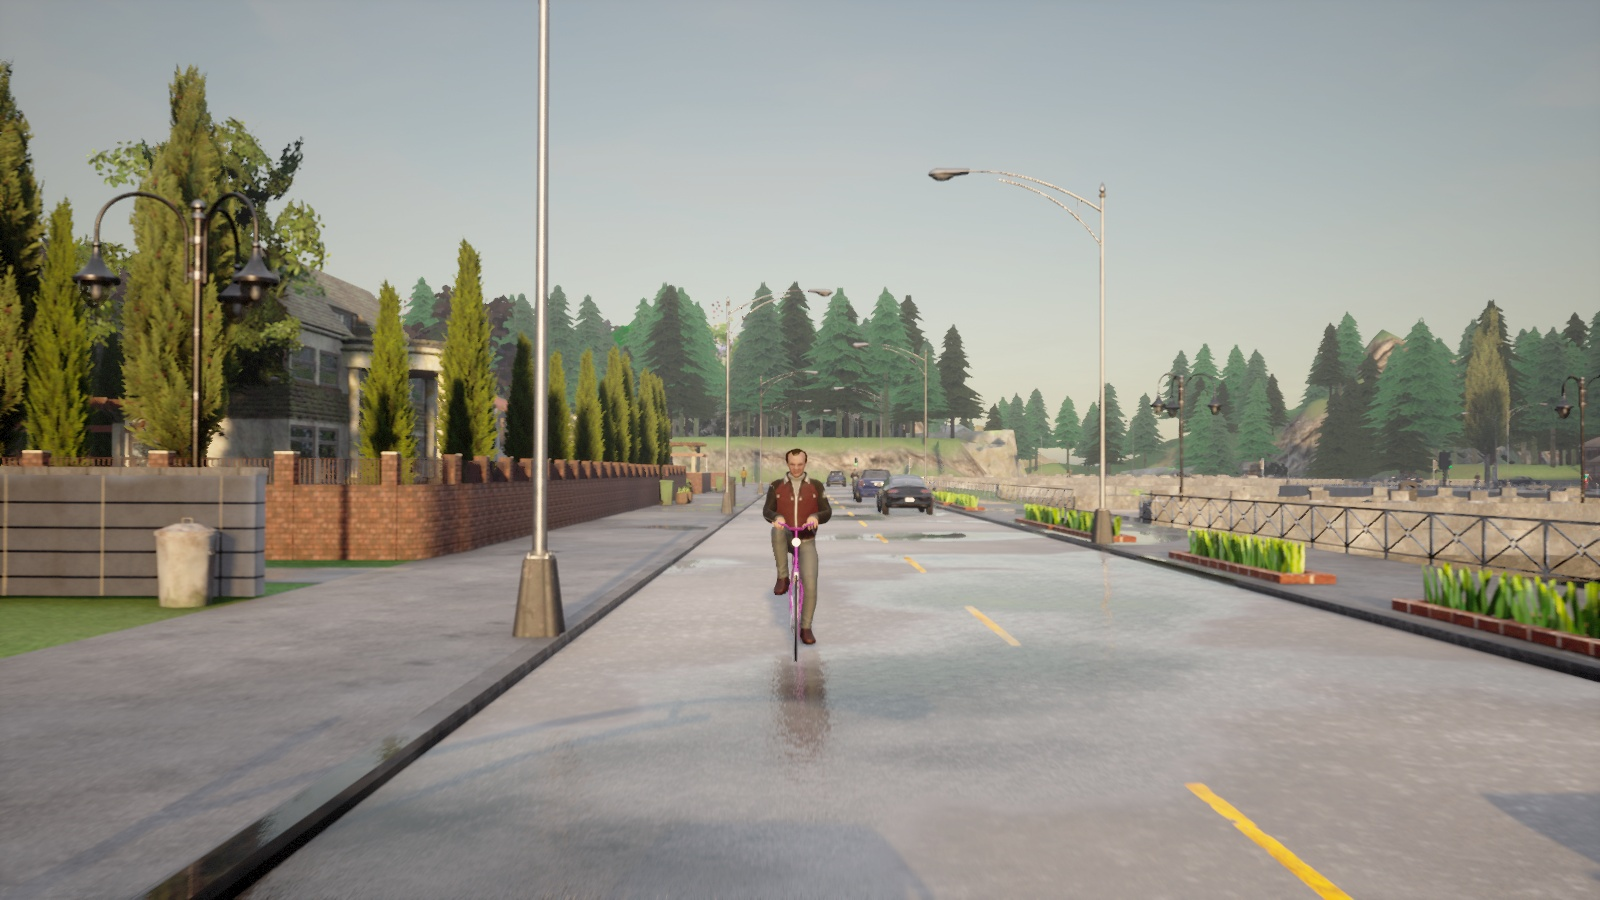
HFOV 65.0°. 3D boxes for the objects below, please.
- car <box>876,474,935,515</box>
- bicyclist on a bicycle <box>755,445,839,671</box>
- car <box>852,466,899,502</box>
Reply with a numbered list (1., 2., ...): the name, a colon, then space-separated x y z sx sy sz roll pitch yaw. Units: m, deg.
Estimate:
1. car: 3.890 1.611 46.945 1.812 1.442 4.674 0 -1 0
2. bicyclist on a bicycle: -0.026 0.867 10.824 0.659 1.776 1.843 0 -1 0
3. car: 3.848 1.740 64.645 2.097 1.767 4.553 0 -1 0
